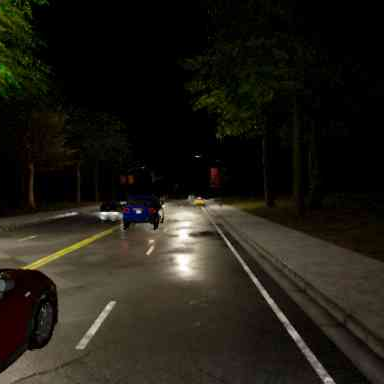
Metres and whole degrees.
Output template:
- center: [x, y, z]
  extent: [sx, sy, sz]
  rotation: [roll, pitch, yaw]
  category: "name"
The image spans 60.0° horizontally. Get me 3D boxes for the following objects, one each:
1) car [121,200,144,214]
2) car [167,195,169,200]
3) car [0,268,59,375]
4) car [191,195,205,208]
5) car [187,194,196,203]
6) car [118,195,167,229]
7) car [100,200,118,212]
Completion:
- center: [-6.594, 1.624, 37.311]
  extent: [1.812, 1.442, 4.674]
  rotation: [0, 0, 0]
  category: "car"
- center: [-6.502, 1.290, 78.020]
  extent: [2.097, 1.767, 4.553]
  rotation: [0, 0, 0]
  category: "car"
- center: [-3.150, 1.361, 3.411]
  extent: [2.097, 1.767, 4.553]
  rotation: [0, 0, 0]
  category: "car"
- center: [1.136, 1.599, 51.670]
  extent: [1.801, 1.575, 5.366]
  rotation: [0, 0, 0]
  category: "car"
- center: [-0.002, 1.660, 71.079]
  extent: [1.812, 1.442, 4.674]
  rotation: [0, 0, 0]
  category: "car"
- center: [-3.149, 1.280, 22.350]
  extent: [2.150, 2.045, 5.566]
  rotation: [0, 0, 0]
  category: "car"
- center: [-9.841, 1.672, 40.663]
  extent: [1.994, 1.385, 4.181]
  rotation: [0, 0, 0]
  category: "car"
